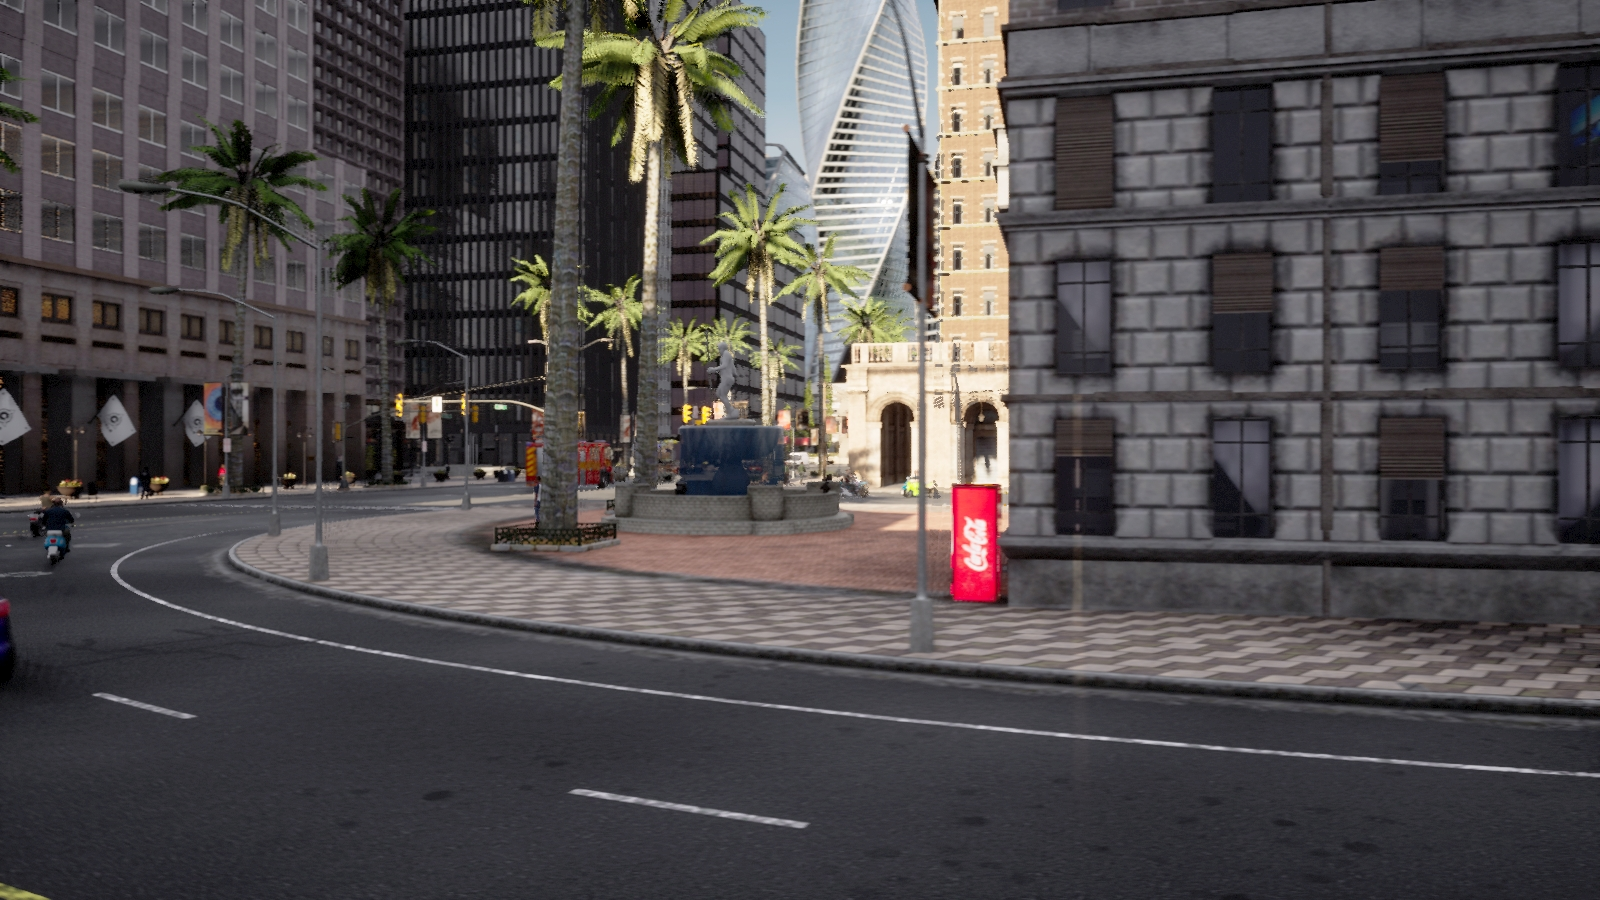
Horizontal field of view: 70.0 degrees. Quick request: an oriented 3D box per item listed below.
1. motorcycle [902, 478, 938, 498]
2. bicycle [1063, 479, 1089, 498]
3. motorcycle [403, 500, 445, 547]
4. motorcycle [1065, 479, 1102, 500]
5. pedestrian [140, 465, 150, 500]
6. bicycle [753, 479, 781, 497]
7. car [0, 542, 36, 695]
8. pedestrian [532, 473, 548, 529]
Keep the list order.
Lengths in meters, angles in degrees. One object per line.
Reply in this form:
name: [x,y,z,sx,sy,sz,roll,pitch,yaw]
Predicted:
motorcycle: [7.104,2.254,67.543,2.033,1.145,0.803,0,0,12]
bicycle: [16.607,2.300,68.818,1.487,1.080,0.859,0,0,15]
motorcycle: [-11.313,2.188,34.425,0.764,1.277,2.356,0,0,-8]
motorcycle: [16.219,2.255,65.370,2.033,1.145,0.803,0,0,12]
pedestrian: [-35.187,1.726,61.383,0.375,1.860,0.375,0,0,-8]
bicycle: [-1.993,2.296,69.215,1.487,1.080,0.859,0,0,39]
car: [-11.425,1.974,13.911,4.611,1.667,2.242,0,0,39]
pedestrian: [-8.789,1.717,38.608,0.375,1.860,0.375,0,0,44]
